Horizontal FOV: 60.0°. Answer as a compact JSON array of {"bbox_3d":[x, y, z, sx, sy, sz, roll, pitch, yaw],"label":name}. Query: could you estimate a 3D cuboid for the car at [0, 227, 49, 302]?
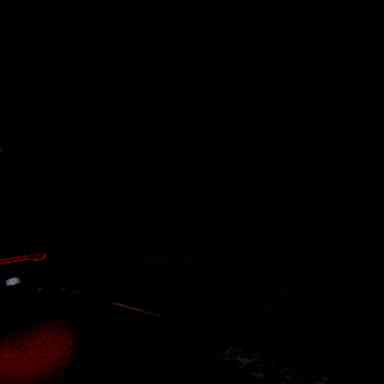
[{"bbox_3d":[-5.231,1.446,7.414,5.008,1.535,1.882,0,0,35],"label":"car"}]
